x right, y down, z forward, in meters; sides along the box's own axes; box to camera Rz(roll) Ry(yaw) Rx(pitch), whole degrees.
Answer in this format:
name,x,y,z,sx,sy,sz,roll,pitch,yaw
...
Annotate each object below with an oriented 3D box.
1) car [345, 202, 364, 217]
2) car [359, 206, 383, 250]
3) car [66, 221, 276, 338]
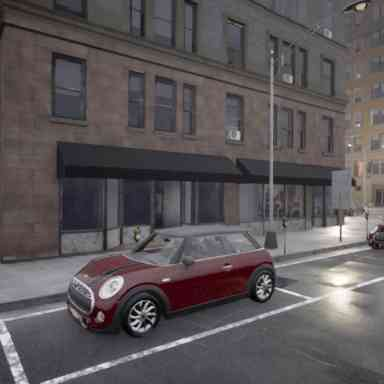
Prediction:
name,x,y,z,sx,sy,sz,roll,pitch,yaw
car,12.354,1.245,29.696,2.097,1.767,4.553,1,0,-36
car,8.648,1.441,12.963,4.097,1.590,1.967,0,0,-36
car,-0.282,1.440,6.563,4.097,1.590,1.967,0,0,-36
